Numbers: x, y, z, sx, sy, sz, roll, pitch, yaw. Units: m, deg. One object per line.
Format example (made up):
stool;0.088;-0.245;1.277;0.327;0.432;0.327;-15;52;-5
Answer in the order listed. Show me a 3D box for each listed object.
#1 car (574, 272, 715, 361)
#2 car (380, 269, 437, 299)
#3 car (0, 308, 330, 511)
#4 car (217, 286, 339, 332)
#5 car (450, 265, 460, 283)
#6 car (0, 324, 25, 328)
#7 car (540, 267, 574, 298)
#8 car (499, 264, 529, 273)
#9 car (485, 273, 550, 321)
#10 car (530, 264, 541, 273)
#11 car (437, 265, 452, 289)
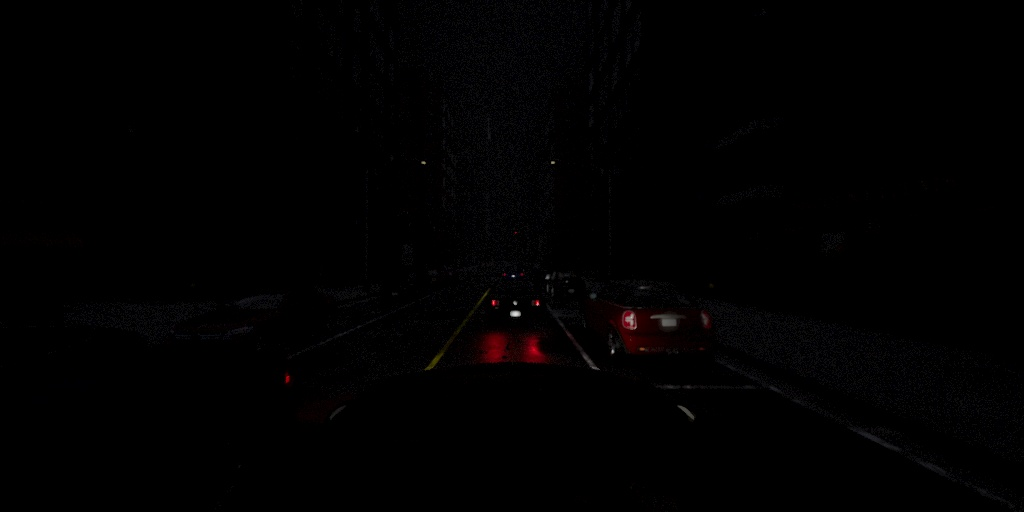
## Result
car;2.863;1.253;8.453;1.967;1.591;4.097;0;0;0
car;-5.653;1.483;19.463;1.948;1.339;4.313;0;0;0
car;-3.101;1.294;1.373;2.033;1.411;5.357;0;-1;0
car;-5.663;1.395;8.461;1.802;1.307;4.207;0;0;0
car;-5.644;1.463;30.465;1.967;1.591;4.097;0;0;0
car;-5.668;1.327;2.960;1.948;1.339;4.313;0;0;0
car;2.872;1.468;19.455;2.007;1.370;4.403;0;0;0
car;0.121;1.581;29.839;1.994;1.385;4.181;0;-1;0
car;0.109;1.456;12.955;1.895;1.301;4.718;0;-1;0
car;2.882;1.589;30.457;1.948;1.339;4.313;0;0;0
car;-5.649;1.552;24.964;1.802;1.307;4.207;0;0;0
